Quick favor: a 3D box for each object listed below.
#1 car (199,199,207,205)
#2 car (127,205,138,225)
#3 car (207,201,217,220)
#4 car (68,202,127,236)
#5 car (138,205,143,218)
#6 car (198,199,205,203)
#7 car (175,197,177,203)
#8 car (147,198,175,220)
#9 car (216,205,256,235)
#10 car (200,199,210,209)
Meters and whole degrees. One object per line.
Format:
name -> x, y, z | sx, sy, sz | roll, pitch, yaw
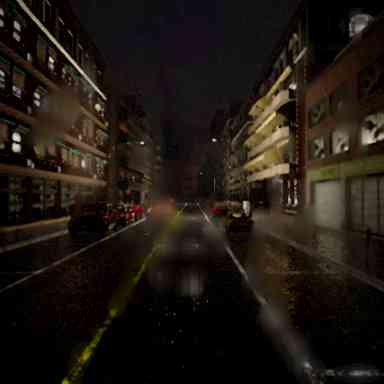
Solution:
car -> 2.722, 2.374, 81.941 | 1.947, 1.339, 4.313 | 0, -1, 0
car -> -5.679, 1.696, 25.590 | 1.967, 1.590, 4.097 | 0, -1, 0
car -> 2.703, 1.856, 31.218 | 1.887, 1.381, 4.507 | 0, -1, 0
car -> -5.680, 1.515, 19.956 | 2.192, 1.841, 5.009 | 0, -1, 0
car -> -5.677, 1.856, 31.226 | 1.887, 1.381, 4.507 | 0, -1, 0
car -> 2.726, 2.500, 93.213 | 1.802, 1.307, 4.206 | 0, -1, 0
car -> -5.657, 2.408, 87.585 | 1.887, 1.381, 4.507 | 0, -1, 0
car -> -2.989, 1.681, 31.477 | 2.097, 1.767, 4.553 | 0, -1, 0
car -> 2.699, 1.727, 20.117 | 1.752, 1.417, 4.829 | 0, -1, 0
car -> 2.712, 2.084, 53.762 | 2.008, 1.369, 4.403 | 0, -1, 0
